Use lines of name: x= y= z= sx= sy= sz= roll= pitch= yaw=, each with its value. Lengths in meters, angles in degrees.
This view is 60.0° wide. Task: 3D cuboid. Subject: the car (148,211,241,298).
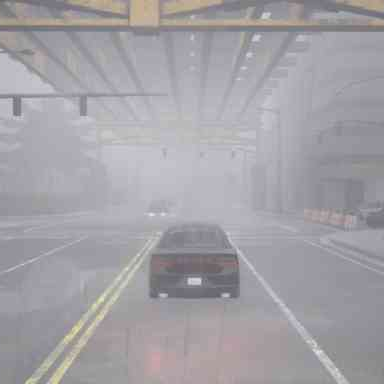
car: x=0.052 y=1.478 z=8.544 sx=1.882 sy=1.535 sz=5.008 roll=0 pitch=0 yaw=0

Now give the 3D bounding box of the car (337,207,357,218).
car: x=13.575 y=1.295 z=24.990 sx=4.536 sy=1.218 sz=1.853 roll=0 pitch=0 yaw=25

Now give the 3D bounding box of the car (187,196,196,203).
car: x=-0.063 y=1.491 z=66.351 sx=2.128 sy=1.511 sz=4.902 roll=0 pitch=0 yaw=0

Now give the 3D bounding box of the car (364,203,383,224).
car: x=13.260 y=1.295 z=20.870 sx=4.536 sy=1.218 sz=1.853 roll=0 pitch=0 yaw=-20

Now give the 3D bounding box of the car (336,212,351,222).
car: x=13.528 y=1.453 z=25.011 sx=4.974 sy=1.542 sz=2.038 roll=0 pitch=0 yaw=25

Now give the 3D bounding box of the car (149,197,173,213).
car: x=-3.694 y=1.547 z=38.079 sx=2.033 sy=1.411 sz=5.357 roll=0 pitch=0 yaw=0

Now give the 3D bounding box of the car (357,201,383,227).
car: x=13.212 y=1.453 z=20.852 sx=4.974 sy=1.542 sz=2.038 roll=0 pitch=0 yaw=-20
